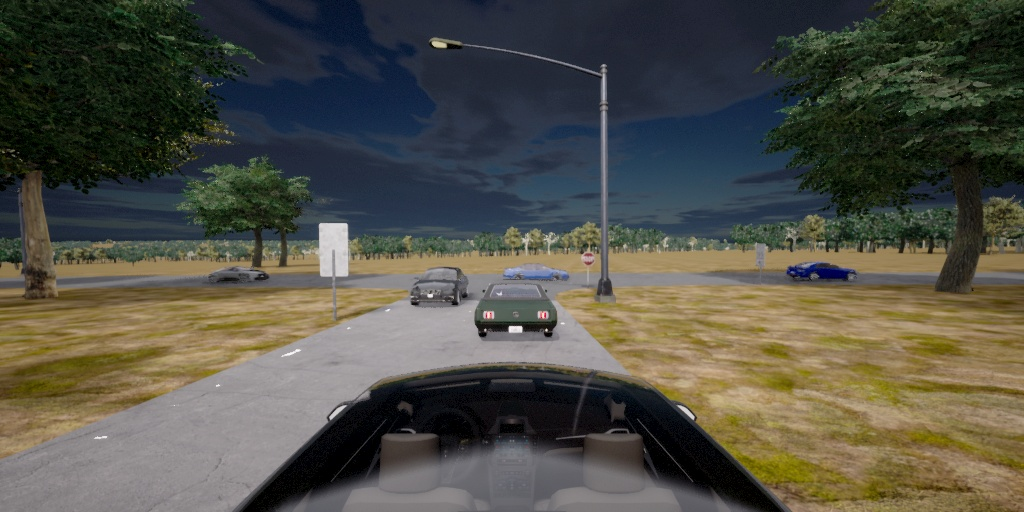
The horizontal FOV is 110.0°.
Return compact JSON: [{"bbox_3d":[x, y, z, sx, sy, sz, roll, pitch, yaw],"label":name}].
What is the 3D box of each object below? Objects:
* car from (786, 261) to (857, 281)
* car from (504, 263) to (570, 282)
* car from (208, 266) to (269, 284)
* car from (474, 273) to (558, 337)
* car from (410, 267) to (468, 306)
[{"bbox_3d":[25.359,1.197,29.394,5.008,1.535,1.882,0,2,-2],"label":"car"},{"bbox_3d":[1.924,1.284,29.149,5.357,1.411,2.033,0,2,1],"label":"car"},{"bbox_3d":[-22.810,1.520,30.004,4.181,1.385,1.994,0,2,4],"label":"car"},{"bbox_3d":[0.083,1.343,10.195,1.895,1.301,4.718,0,0,0],"label":"car"},{"bbox_3d":[-3.028,1.246,15.682,1.837,1.490,4.892,0,0,0],"label":"car"}]
